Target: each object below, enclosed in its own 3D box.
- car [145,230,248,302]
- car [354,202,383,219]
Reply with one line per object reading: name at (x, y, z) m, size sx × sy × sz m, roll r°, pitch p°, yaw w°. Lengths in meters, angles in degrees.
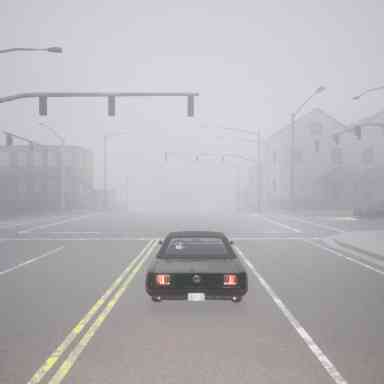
car at (0.102, 1.601, 8.199) m, size 1.895 × 1.301 × 4.718 m, roll 0°, pitch 0°, yaw 0°
car at (16.026, 1.564, 28.165) m, size 4.181 × 1.385 × 1.994 m, roll 0°, pitch 0°, yaw 0°
